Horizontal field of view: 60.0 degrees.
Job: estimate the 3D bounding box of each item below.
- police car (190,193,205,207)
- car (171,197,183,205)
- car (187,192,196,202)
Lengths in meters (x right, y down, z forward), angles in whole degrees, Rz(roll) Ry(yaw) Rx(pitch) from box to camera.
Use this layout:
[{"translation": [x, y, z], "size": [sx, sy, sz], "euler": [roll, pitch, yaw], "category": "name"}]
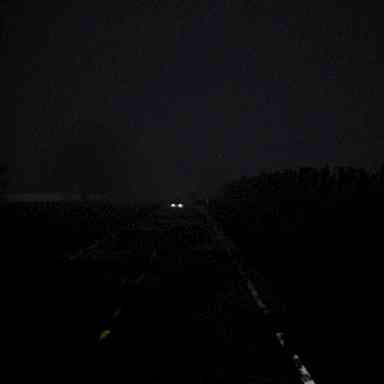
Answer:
[{"translation": [1.075, 1.418, 52.739], "size": [1.930, 1.638, 5.238], "euler": [0, 0, 0], "category": "police car"}, {"translation": [-2.657, 1.556, 60.499], "size": [1.994, 1.385, 4.181], "euler": [0, 0, 1], "category": "car"}, {"translation": [0.155, 1.036, 70.841], "size": [2.150, 2.045, 5.566], "euler": [0, 0, 0], "category": "car"}]
